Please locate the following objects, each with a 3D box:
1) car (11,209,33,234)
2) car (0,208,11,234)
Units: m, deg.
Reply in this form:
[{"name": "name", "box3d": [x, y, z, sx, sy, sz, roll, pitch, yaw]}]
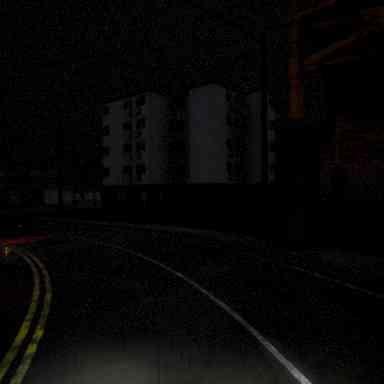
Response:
[{"name": "car", "box3d": [-11.390, 1.720, 19.905, 5.008, 1.535, 1.882, 0, 0, 39]}, {"name": "car", "box3d": [-3.994, 1.278, 3.578, 2.150, 2.045, 5.566, 0, -1, -14]}]
